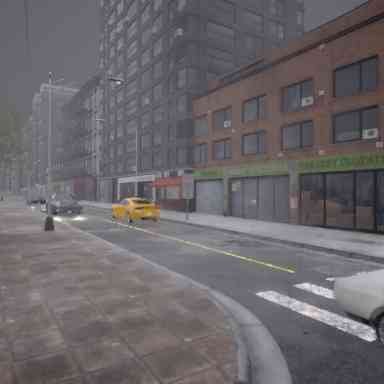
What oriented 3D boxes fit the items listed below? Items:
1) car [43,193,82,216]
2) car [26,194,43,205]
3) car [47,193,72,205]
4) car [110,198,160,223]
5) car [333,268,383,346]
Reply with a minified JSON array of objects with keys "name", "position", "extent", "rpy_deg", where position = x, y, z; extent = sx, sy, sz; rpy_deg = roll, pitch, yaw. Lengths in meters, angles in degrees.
[{"name":"car","position":[-10.395,0.895,26.943],"extent":[2.097,1.767,4.553],"rpy_deg":[0,1,-32]},{"name":"car","position":[-19.783,0.919,42.046],"extent":[2.033,1.411,5.357],"rpy_deg":[0,0,-32]},{"name":"car","position":[-17.501,0.870,43.768],"extent":[2.128,1.511,4.902],"rpy_deg":[0,0,-32]},{"name":"car","position":[-3.894,1.140,22.134],"extent":[1.882,1.535,5.008],"rpy_deg":[0,1,-32]},{"name":"car","position":[4.202,1.574,3.716],"extent":[1.895,1.301,4.718],"rpy_deg":[0,1,-32]}]
